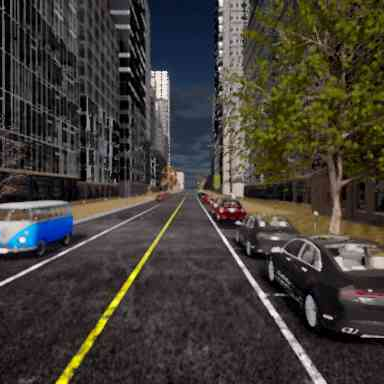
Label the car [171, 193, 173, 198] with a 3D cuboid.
[{"bbox_3d":[-5.960,0.766,80.471,1.887,1.381,4.507,0,1,0],"label":"car"}]

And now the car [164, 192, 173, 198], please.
[{"bbox_3d":[-5.980,0.726,86.163,1.947,1.339,4.313,0,1,0],"label":"car"}]

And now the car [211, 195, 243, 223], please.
[{"bbox_3d":[2.614,1.228,23.570,1.967,1.590,4.097,0,1,0],"label":"car"}]

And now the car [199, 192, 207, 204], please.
[{"bbox_3d":[2.517,1.059,52.032,1.887,1.381,4.507,0,1,0],"label":"car"}]

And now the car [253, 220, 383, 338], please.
[{"bbox_3d":[2.672,1.494,6.494,2.008,1.369,4.403,0,1,0],"label":"car"}]

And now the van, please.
[{"bbox_3d":[-5.728,1.238,12.160,1.690,1.788,3.998,0,1,0],"label":"van"}]

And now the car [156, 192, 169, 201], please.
[{"bbox_3d":[-5.902,0.946,63.393,1.887,1.381,4.507,0,1,0],"label":"car"}]

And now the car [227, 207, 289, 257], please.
[{"bbox_3d":[2.653,1.444,12.186,2.008,1.369,4.403,0,1,0],"label":"car"}]

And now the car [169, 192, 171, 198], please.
[{"bbox_3d":[-5.922,0.924,69.087,1.802,1.307,4.206,0,1,0],"label":"car"}]

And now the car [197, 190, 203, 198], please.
[{"bbox_3d":[2.459,0.904,69.108,1.947,1.339,4.313,0,1,0],"label":"car"}]

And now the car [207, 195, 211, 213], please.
[{"bbox_3d":[2.594,1.174,29.262,1.967,1.590,4.097,0,1,0],"label":"car"}]

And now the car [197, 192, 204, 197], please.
[{"bbox_3d":[2.381,0.660,91.875,1.947,1.339,4.313,0,1,0],"label":"car"}]
